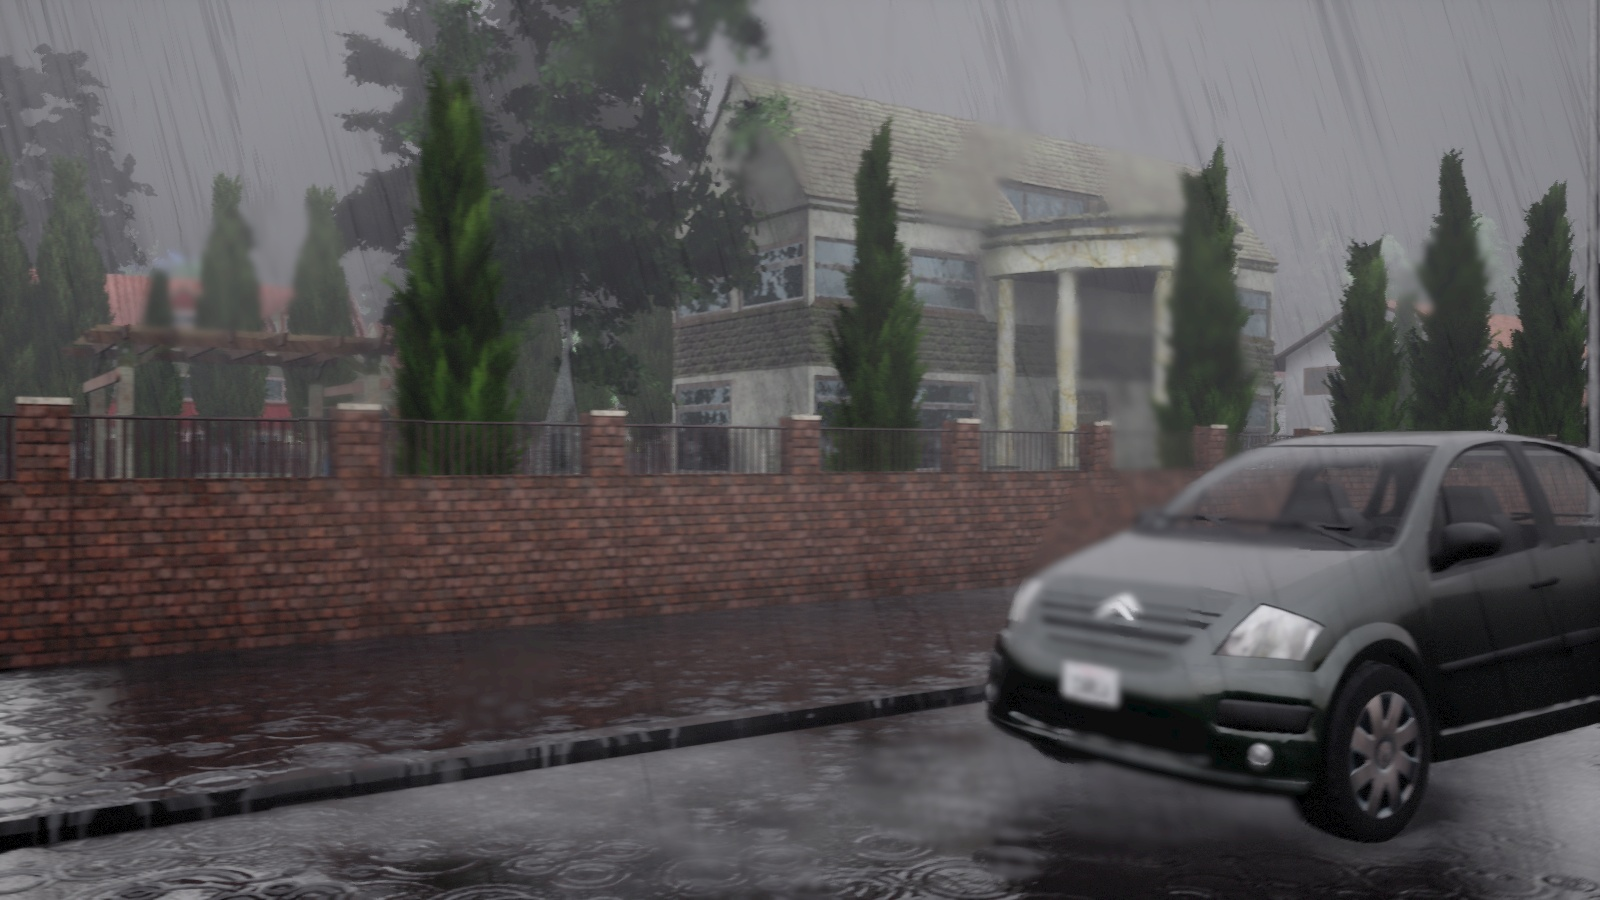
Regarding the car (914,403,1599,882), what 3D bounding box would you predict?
[{"bbox_3d":[2.689,0.652,6.140,3.988,1.617,1.851,0,0,-35],"label":"car"}]
